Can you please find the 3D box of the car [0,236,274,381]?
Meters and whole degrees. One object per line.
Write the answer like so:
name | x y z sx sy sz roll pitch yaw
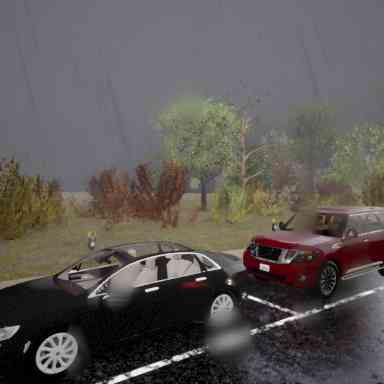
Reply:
car | -0.987 1.551 5.382 4.403 1.369 2.008 0 1 -35

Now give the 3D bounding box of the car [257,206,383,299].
car | 3.622 1.317 8.656 5.009 1.841 2.192 0 1 -35
